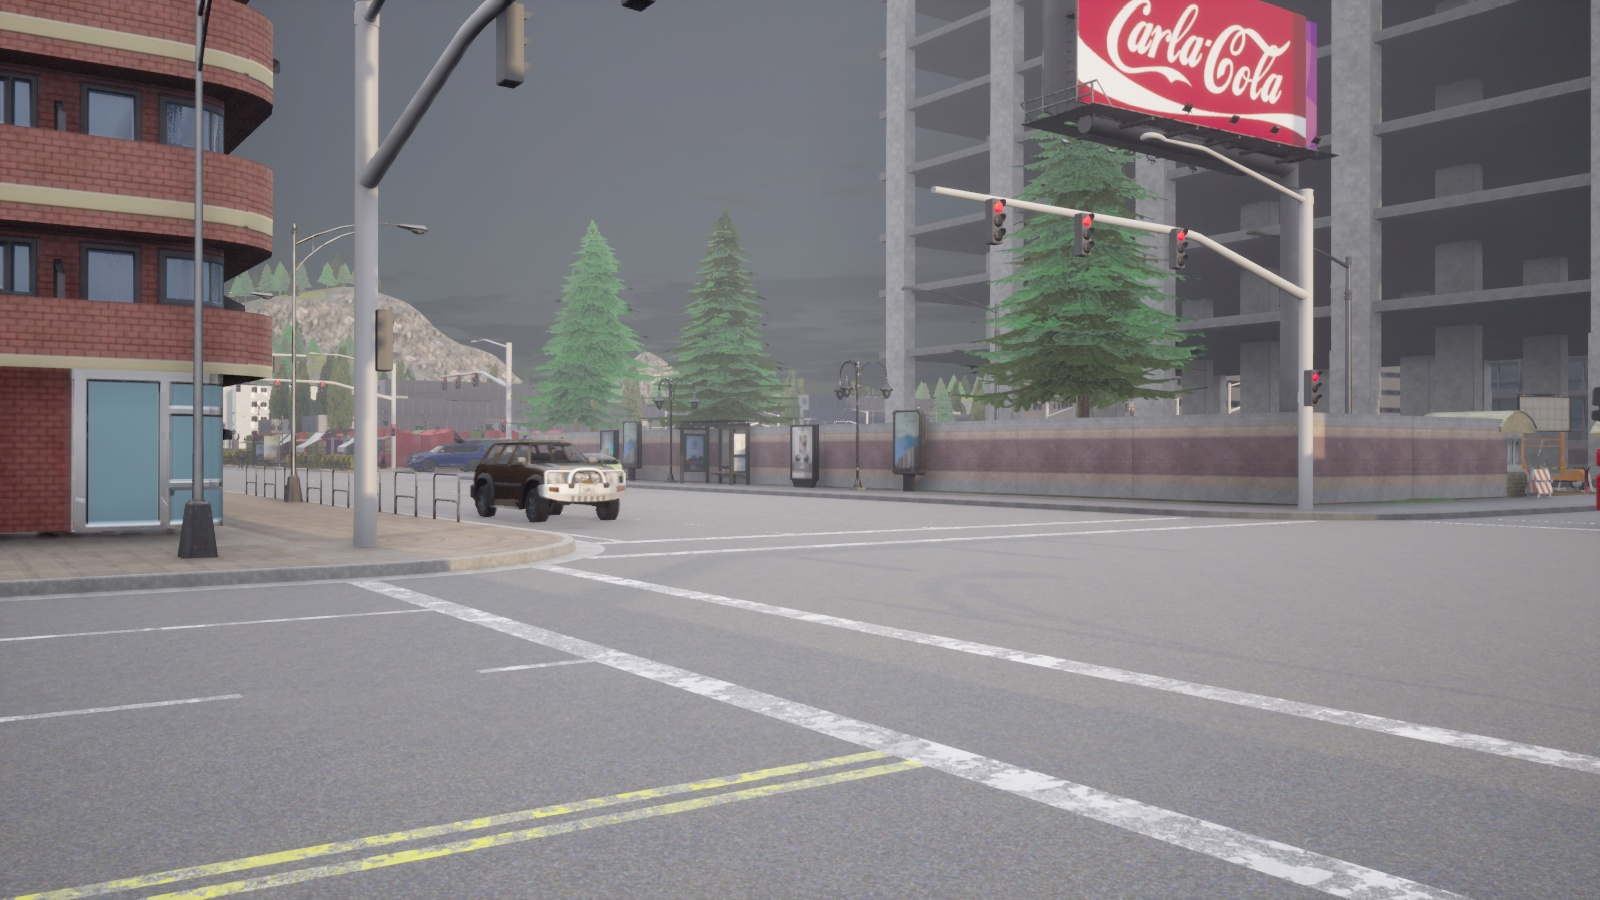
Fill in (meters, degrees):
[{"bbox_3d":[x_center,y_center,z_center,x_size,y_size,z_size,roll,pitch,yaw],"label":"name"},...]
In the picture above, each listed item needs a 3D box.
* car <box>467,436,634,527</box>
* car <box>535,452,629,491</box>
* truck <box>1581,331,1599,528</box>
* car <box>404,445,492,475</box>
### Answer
[{"bbox_3d":[-5.628,0.642,27.914,1.932,1.855,4.605,0,0,-35],"label":"car"},{"bbox_3d":[-8.860,0.834,50.736,2.007,1.525,4.514,0,0,-35],"label":"car"},{"bbox_3d":[19.624,-0.398,25.858,8.468,3.827,2.891,0,0,-35],"label":"truck"},{"bbox_3d":[-24.803,0.677,88.467,5.566,2.045,2.150,0,0,-35],"label":"car"}]
